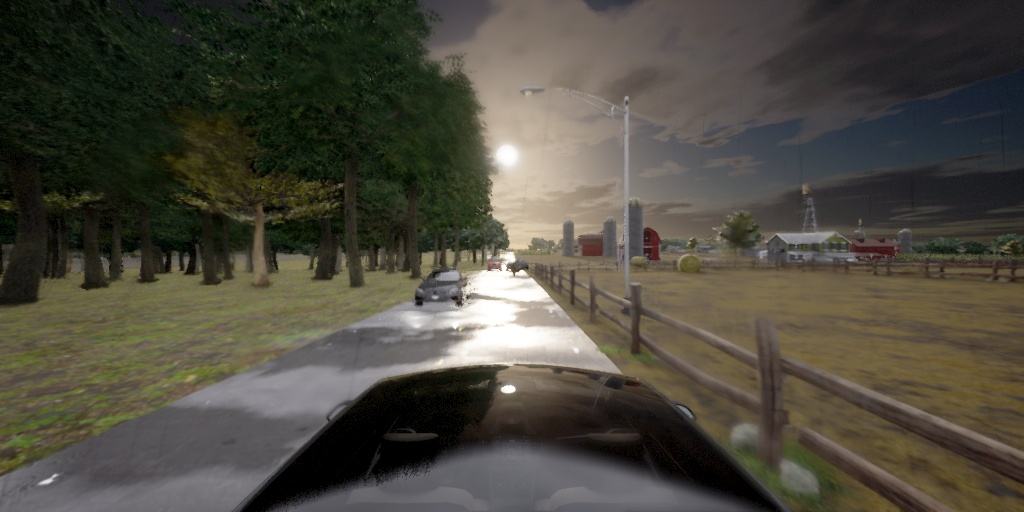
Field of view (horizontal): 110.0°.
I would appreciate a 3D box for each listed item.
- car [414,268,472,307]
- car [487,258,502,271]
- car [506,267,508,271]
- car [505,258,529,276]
[{"bbox_3d":[-2.857,1.283,15.710,1.812,1.442,4.674,0,0,0],"label":"car"},{"bbox_3d":[-2.782,1.368,58.218,2.150,2.045,5.566,0,-1,1],"label":"car"},{"bbox_3d":[0.008,1.645,57.545,1.837,1.490,4.892,0,-1,0],"label":"car"},{"bbox_3d":[0.739,1.134,39.638,1.882,1.535,5.008,-24,-3,-1],"label":"car"}]
